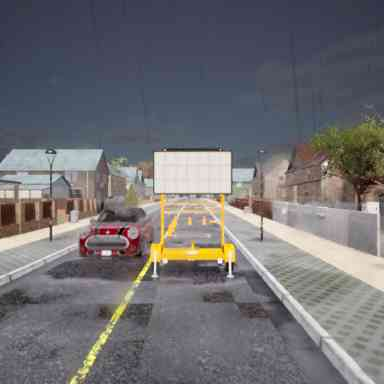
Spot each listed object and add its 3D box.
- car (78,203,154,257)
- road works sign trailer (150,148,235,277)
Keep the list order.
[{"bbox_3d":[-2.736,1.362,12.877,2.097,1.767,4.553,0,0,0],"label":"car"},{"bbox_3d":[0.024,0.471,10.199,2.380,3.560,2.880,0,0,0],"label":"road works sign trailer"}]
